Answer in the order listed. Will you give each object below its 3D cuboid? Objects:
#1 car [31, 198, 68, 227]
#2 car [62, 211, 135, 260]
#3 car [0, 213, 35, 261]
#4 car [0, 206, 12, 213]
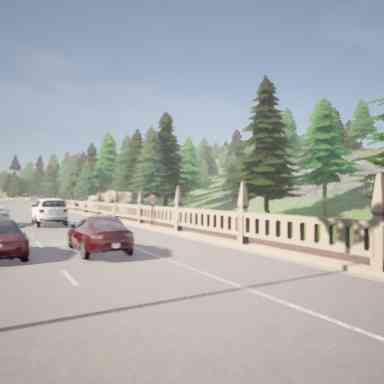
[{"bbox_3d":[-10.973,1.509,25.624,2.150,2.045,5.566,1,-1,-30],"label":"car"},{"bbox_3d":[-3.716,1.686,13.282,1.812,1.442,4.674,1,-1,-30],"label":"car"},{"bbox_3d":[-7.158,1.692,12.249,1.994,1.385,4.181,1,-1,-30],"label":"car"},{"bbox_3d":[-14.886,1.788,25.417,1.812,1.442,4.674,1,-1,-30],"label":"car"}]
